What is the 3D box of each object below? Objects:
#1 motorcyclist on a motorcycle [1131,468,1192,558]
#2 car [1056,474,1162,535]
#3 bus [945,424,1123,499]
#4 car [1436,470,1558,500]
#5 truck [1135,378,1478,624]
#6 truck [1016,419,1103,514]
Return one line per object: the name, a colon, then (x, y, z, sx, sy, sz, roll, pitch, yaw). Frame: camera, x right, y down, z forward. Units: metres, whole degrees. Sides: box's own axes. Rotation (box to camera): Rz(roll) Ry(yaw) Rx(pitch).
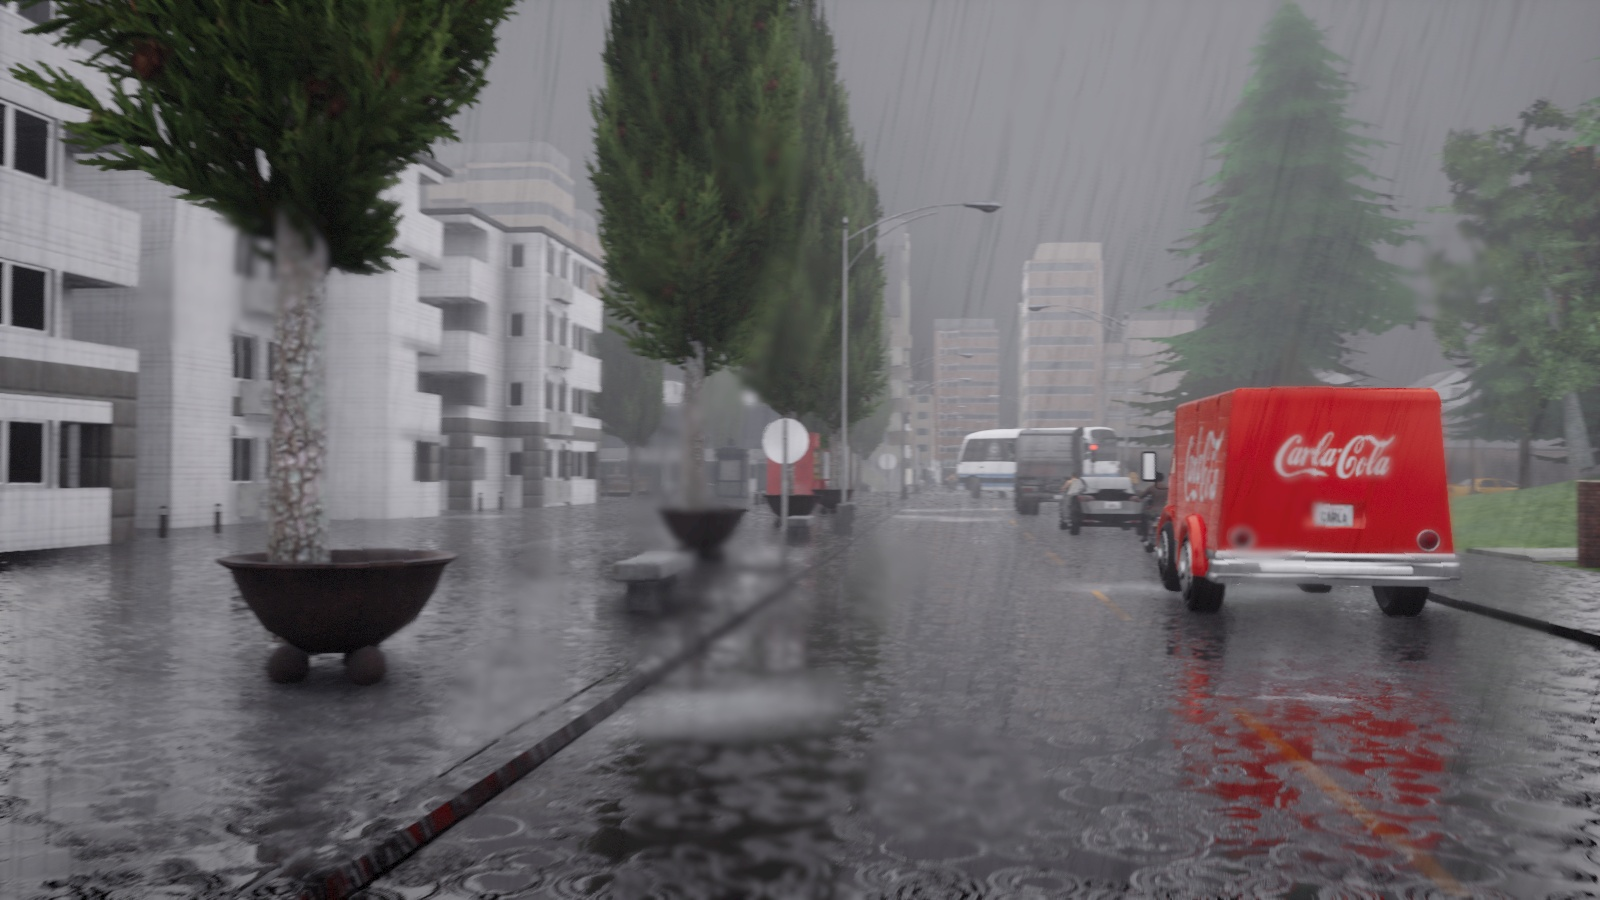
motorcyclist on a motorcycle: (6.915, 1.171, 24.117, 0.766, 1.649, 2.350, 0, -1, 7)
car: (8.068, 1.376, 33.211, 2.163, 1.488, 4.792, 0, -1, 7)
bus: (14.031, 0.734, 76.226, 3.944, 4.253, 10.273, -1, 0, -43)
car: (36.998, 1.847, 66.737, 5.366, 1.575, 1.801, 0, -1, 7)
truck: (5.796, 0.577, 15.310, 2.627, 2.467, 5.204, 0, -1, 7)
truck: (10.116, 0.676, 49.683, 2.891, 3.462, 7.936, 0, -1, 8)
